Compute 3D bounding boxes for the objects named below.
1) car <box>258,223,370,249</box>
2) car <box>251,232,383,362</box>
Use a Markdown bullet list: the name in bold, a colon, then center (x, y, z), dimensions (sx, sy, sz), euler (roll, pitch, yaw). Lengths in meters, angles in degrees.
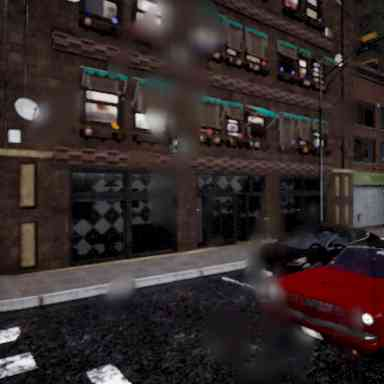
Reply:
- **car**: center (3.539, 1.570, 9.090), dimensions (4.313, 1.339, 1.947), euler (0, 0, -35)
- **car**: center (3.421, 1.604, 5.807), dimensions (4.718, 1.301, 1.895), euler (0, 0, -35)
